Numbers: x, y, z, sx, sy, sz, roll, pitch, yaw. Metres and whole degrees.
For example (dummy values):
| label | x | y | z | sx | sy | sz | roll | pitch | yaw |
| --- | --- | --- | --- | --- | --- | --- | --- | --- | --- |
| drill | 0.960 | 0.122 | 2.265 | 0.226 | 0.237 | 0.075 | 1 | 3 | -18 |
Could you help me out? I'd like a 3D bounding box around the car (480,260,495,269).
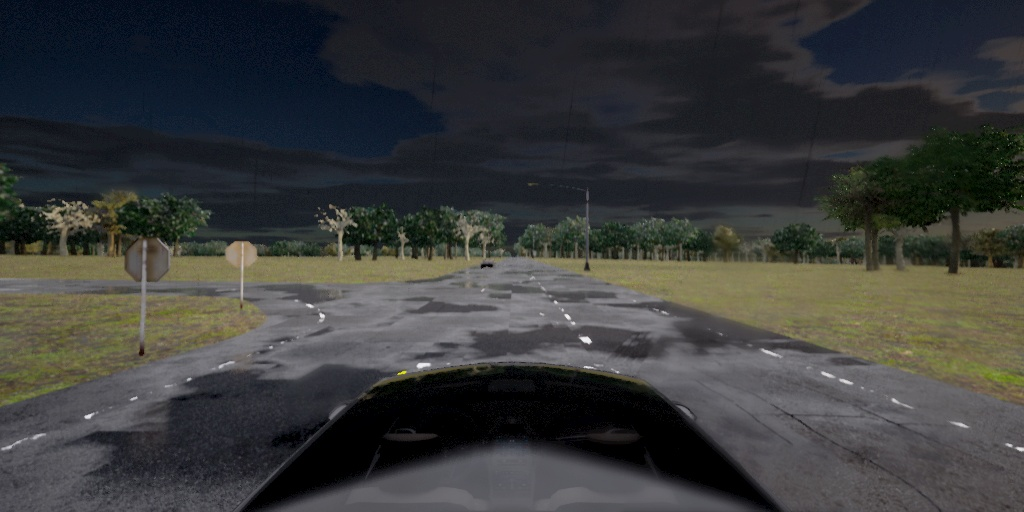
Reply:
| label | x | y | z | sx | sy | sz | roll | pitch | yaw |
| --- | --- | --- | --- | --- | --- | --- | --- | --- | --- |
| car | -3.324 | 1.135 | 49.403 | 1.895 | 1.301 | 4.718 | 0 | 0 | 0 |
